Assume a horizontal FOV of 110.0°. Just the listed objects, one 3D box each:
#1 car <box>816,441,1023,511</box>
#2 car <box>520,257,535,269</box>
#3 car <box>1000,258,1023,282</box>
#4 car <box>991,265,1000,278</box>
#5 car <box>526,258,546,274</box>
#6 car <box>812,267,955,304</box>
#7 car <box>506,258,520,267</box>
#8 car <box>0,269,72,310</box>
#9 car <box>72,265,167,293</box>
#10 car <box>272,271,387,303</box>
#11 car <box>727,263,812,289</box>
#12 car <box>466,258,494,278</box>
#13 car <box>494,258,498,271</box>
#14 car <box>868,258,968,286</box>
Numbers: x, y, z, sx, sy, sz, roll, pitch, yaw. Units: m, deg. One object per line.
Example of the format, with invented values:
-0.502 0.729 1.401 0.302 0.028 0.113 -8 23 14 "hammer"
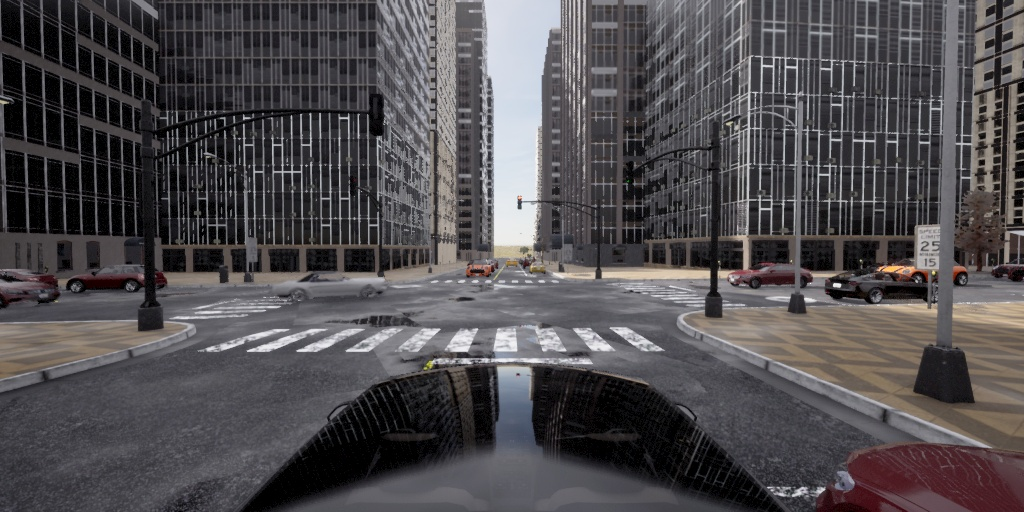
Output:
2.692 1.333 0.408 1.802 1.307 4.207 0 0 0 "car"
2.710 1.028 55.027 2.192 1.841 5.009 0 0 0 "car"
35.349 0.846 23.279 4.553 1.767 2.097 0 1 -5 "car"
37.693 0.865 26.122 4.097 1.591 1.967 0 0 -5 "car"
2.806 1.254 39.946 1.751 1.417 4.829 0 0 0 "car"
16.124 1.294 15.706 4.313 1.339 1.948 0 0 -5 "car"
-0.025 1.178 65.005 1.882 1.535 5.008 0 0 0 "car"
-21.900 1.419 14.777 4.674 1.442 1.812 -1 1 -5 "car"
-22.578 1.215 20.541 4.097 1.591 1.967 0 0 -5 "car"
-8.474 1.393 17.159 4.718 1.301 1.895 -1 1 -18 "car"
15.392 1.135 21.449 4.674 1.442 1.812 0 1 -5 "car"
-3.112 1.085 34.291 2.097 1.767 4.553 0 0 0 "car"
-3.115 1.203 44.226 1.882 1.535 5.008 0 0 0 "car"
25.340 0.904 22.359 4.553 1.767 2.097 0 1 -5 "car"
